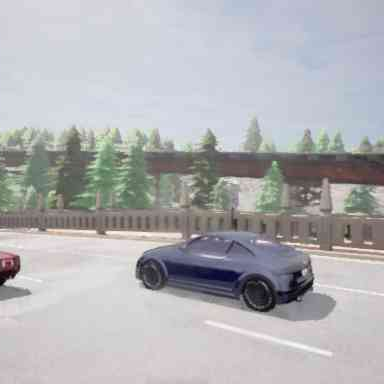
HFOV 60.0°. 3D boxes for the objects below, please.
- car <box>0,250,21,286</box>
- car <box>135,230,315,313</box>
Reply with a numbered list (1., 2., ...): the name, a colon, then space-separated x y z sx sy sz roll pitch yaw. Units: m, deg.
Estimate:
1. car: -6.528 1.804 8.650 4.718 1.301 1.895 -3 -2 35
2. car: 0.641 1.601 7.836 4.181 1.385 1.994 -1 -1 36
